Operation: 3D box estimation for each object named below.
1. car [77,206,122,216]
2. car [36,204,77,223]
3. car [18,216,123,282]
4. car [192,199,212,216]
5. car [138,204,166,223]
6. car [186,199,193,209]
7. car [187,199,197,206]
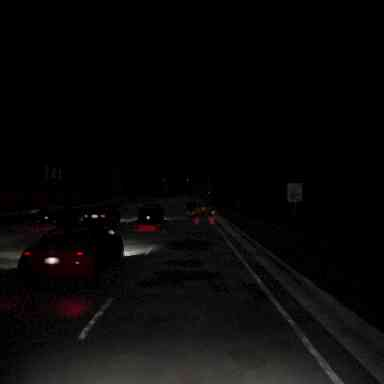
[{"bbox_3d":[-6.896,1.786,26.058,2.033,1.411,5.357,0,-1,0],"label":"car"},{"bbox_3d":[-10.397,1.718,26.207,1.882,1.535,5.008,0,-1,0],"label":"car"},{"bbox_3d":[-3.399,1.657,10.081,1.994,1.385,4.181,0,-1,0],"label":"car"},{"bbox_3d":[1.230,1.795,37.145,1.801,1.575,5.366,0,-1,0],"label":"car"},{"bbox_3d":[-3.398,1.763,28.210,1.837,1.490,4.892,0,-1,0],"label":"car"},{"bbox_3d":[0.009,1.983,53.880,2.128,1.511,4.902,0,-1,0],"label":"car"},{"bbox_3d":[0.011,2.107,69.562,1.994,1.385,4.181,0,-1,0],"label":"car"}]
